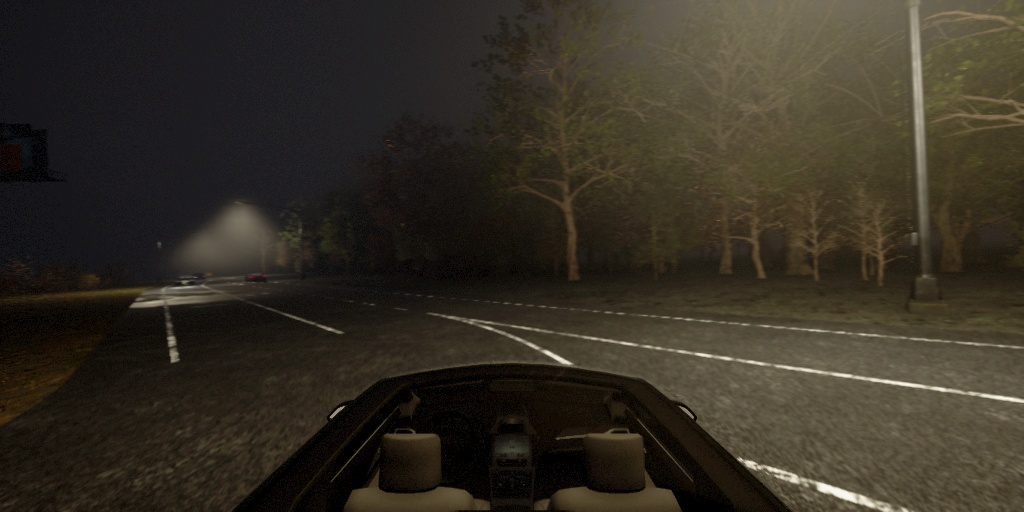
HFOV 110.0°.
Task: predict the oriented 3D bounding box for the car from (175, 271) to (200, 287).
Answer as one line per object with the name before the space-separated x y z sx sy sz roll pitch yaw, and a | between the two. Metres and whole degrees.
car | -42.474 3.187 46.635 2.128 1.511 4.902 -2 0 -40

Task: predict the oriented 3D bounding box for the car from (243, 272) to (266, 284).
car | -34.352 2.910 47.885 1.994 1.385 4.181 -2 0 -44
